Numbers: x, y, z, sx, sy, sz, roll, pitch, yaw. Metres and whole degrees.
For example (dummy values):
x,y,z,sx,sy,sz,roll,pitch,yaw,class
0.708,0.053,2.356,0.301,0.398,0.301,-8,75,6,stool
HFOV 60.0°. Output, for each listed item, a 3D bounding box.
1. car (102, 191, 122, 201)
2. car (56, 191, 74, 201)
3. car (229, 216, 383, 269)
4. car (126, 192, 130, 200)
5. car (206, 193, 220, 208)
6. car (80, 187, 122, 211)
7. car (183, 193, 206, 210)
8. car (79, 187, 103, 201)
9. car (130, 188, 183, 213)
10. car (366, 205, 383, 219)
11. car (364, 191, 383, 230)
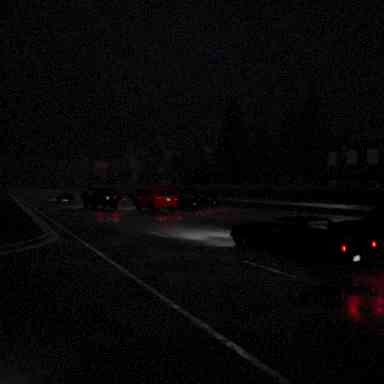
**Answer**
x,y,z,sx,sy,sz,roll,pitch,yaw,class
-12.534,0.560,52.121,1.994,1.385,4.181,0,1,-30,car
-18.696,0.585,48.794,1.994,1.385,4.181,0,1,-30,car
3.252,1.427,10.728,1.895,1.301,4.718,0,1,-30,car
-8.940,0.356,52.892,2.097,1.767,4.553,0,1,-30,car
1.049,0.860,35.568,2.128,1.511,4.902,0,1,-30,car
-8.761,0.605,31.540,2.150,2.045,5.566,0,1,-30,car
-1.018,0.897,32.147,1.882,1.535,5.008,0,1,-30,car
-15.059,0.249,49.488,2.150,2.045,5.566,0,1,-30,car
-3.230,0.682,28.974,2.150,2.045,5.566,0,1,-30,car
6.861,1.359,11.474,1.812,1.442,4.674,0,1,-30,car
11.922,0.987,16.708,2.150,2.045,5.566,0,1,-30,car
